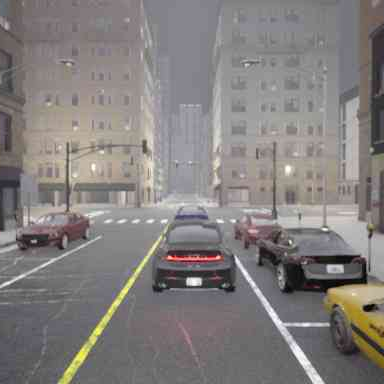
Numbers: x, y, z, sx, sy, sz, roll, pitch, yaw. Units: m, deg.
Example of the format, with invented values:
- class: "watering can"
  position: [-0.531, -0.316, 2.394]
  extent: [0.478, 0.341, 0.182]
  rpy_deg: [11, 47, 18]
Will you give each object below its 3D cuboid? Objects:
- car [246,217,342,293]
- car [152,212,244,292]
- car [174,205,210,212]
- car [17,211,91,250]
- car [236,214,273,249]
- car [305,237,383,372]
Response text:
- class: "car"
  position: [2.843, 1.561, 8.684]
  extent: [1.947, 1.339, 4.313]
  rpy_deg: [-1, 0, 0]
- class: "car"
  position: [0.046, 1.500, 8.911]
  extent: [1.837, 1.490, 4.892]
  rpy_deg: [0, 0, 0]
- class: "car"
  position: [-0.015, 1.467, 18.861]
  extent: [1.882, 1.535, 5.008]
  rpy_deg: [0, 0, 0]
- class: "car"
  position: [-5.718, 1.536, 14.243]
  extent: [1.887, 1.381, 4.507]
  rpy_deg: [-1, 0, 0]
- class: "car"
  position: [2.827, 1.574, 14.270]
  extent: [1.802, 1.307, 4.206]
  rpy_deg: [-1, 0, 0]
- class: "car"
  position: [2.857, 1.523, 3.268]
  extent: [1.752, 1.417, 4.829]
  rpy_deg: [-1, 0, 0]
